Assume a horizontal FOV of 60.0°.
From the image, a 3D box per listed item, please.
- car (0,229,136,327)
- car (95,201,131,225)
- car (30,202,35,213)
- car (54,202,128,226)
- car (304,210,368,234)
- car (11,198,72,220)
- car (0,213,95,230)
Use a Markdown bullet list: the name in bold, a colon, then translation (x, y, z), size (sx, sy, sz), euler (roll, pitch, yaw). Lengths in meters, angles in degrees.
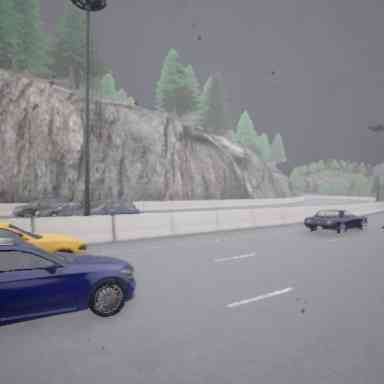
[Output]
- **car**: translation (-3.271, 1.536, 5.801), size (4.674, 1.442, 1.812), euler (1, 0, -36)
- **car**: translation (-5.620, 1.414, 21.876), size (4.553, 1.767, 2.097), euler (0, 0, -39)
- **car**: translation (-10.113, 1.558, 27.230), size (4.902, 1.511, 2.128), euler (0, 0, -39)
- **car**: translation (-7.464, 1.572, 24.870), size (4.892, 1.490, 1.837), euler (0, 0, -39)
- **car**: translation (8.757, 1.706, 19.985), size (4.718, 1.301, 1.895), euler (0, 0, -42)
- **car**: translation (-13.178, 1.415, 29.276), size (4.553, 1.767, 2.097), euler (0, 0, -38)
- **car**: translation (-5.290, 1.492, 8.661), size (5.008, 1.535, 1.882), euler (1, 0, -36)
